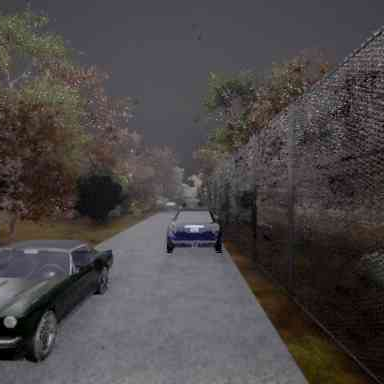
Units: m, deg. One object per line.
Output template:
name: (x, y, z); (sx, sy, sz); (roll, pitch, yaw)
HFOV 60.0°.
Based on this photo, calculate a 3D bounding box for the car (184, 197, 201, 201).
car: (0.032, 1.581, 36.234); (2.150, 2.045, 5.566); (-1, -1, -1)

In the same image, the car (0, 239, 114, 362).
car: (-2.856, 1.617, 6.043); (1.895, 1.301, 4.718); (0, 0, 0)

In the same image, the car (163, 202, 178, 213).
car: (-3.021, 2.155, 47.961); (1.812, 1.442, 4.674); (0, -1, 0)

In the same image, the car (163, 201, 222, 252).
car: (0.083, 1.418, 14.232); (2.097, 1.767, 4.553); (0, -1, 0)
